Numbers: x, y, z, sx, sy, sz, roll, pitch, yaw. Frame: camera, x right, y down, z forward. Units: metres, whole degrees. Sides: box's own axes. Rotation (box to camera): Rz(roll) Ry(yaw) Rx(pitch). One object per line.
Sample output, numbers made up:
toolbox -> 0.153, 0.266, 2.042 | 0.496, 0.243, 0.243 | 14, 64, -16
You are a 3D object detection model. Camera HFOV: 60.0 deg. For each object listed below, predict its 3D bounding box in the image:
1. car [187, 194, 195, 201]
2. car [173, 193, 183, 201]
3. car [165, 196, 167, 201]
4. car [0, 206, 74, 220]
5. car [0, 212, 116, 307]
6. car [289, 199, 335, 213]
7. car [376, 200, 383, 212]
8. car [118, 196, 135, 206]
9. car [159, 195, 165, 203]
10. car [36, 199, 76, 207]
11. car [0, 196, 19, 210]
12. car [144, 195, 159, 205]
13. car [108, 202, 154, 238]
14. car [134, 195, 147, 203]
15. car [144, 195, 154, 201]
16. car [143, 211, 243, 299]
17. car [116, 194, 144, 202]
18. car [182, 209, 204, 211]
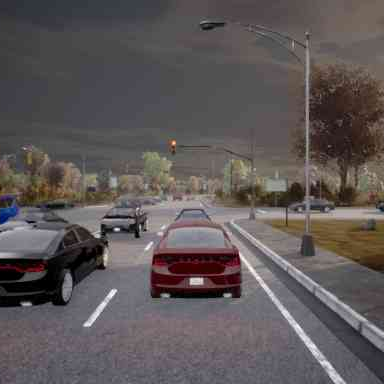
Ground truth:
car -> -0.252, 1.348, 85.735 | 2.097, 1.767, 4.553 | 0, 0, 0
car -> -3.751, 1.218, 85.368 | 2.150, 2.045, 5.566 | 0, 0, 0
car -> -7.246, 1.540, 82.644 | 2.033, 1.411, 5.357 | 0, 0, 0
car -> -7.143, 1.564, 15.047 | 1.994, 1.385, 4.181 | 0, 0, 0
car -> -3.421, 1.478, 8.065 | 1.882, 1.535, 5.008 | 0, 0, 0
car -> 13.272, 1.505, 36.935 | 4.892, 1.490, 1.837 | 0, 0, 3
car -> 23.269, 1.212, 36.422 | 5.566, 2.045, 2.150 | 0, 0, 3
car -> -10.751, 1.505, 55.121 | 1.837, 1.490, 4.892 | 0, 0, 0
car -> -7.207, 1.525, 69.256 | 1.812, 1.442, 4.674 | 0, 0, 0
car -> -17.152, 1.601, 42.065 | 4.718, 1.301, 1.895 | 0, 0, -17
car -> -10.647, 1.221, 16.399 | 2.150, 2.045, 5.566 | 0, 0, 0
car -> -7.250, 1.352, 55.625 | 2.097, 1.767, 4.553 | 0, 0, 0
car -> -3.443, 1.492, 17.552 | 2.128, 1.511, 4.902 | 0, 0, -1
car -> -10.707, 1.478, 69.254 | 1.882, 1.535, 5.008 | 0, 0, 0
car -> -10.748, 1.500, 83.477 | 1.837, 1.490, 4.892 | 0, 0, 0
car -> 0.077, 1.478, 8.542 | 1.882, 1.535, 5.008 | 0, 0, 0
car -> -7.211, 1.221, 37.782 | 2.150, 2.045, 5.566 | 0, 0, 0
car -> 0.051, 1.564, 17.531 | 1.994, 1.385, 4.181 | 0, 0, 0
